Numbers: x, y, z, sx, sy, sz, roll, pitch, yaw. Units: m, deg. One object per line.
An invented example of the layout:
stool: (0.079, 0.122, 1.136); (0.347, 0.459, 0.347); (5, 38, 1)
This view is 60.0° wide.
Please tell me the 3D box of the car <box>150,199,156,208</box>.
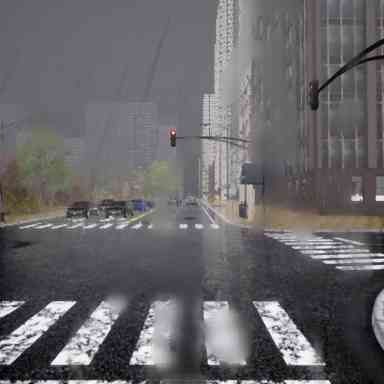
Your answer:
car: (-6.585, 1.726, 49.861); (1.895, 1.301, 4.718); (0, 0, 0)

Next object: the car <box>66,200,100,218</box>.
car: (-9.841, 1.556, 30.260); (1.837, 1.490, 4.892); (0, 0, 0)

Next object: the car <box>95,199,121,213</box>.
car: (-9.840, 1.585, 39.441); (1.837, 1.490, 4.892); (0, 0, 0)

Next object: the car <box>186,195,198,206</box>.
car: (0.007, 1.721, 58.932); (2.033, 1.411, 5.357); (0, 0, 0)

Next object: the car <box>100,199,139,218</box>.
car: (-6.561, 1.557, 30.611); (1.837, 1.490, 4.892); (0, 0, 2)

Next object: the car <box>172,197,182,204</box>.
car: (-3.187, 1.774, 70.600); (1.812, 1.442, 4.674); (0, 0, 0)

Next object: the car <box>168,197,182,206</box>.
car: (-3.145, 1.661, 58.186); (2.128, 1.511, 4.902); (0, 0, 0)

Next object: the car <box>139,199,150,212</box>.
car: (-6.592, 1.559, 39.684); (1.882, 1.535, 5.008); (0, 0, 0)

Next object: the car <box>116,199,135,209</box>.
car: (-9.836, 1.723, 49.372); (1.895, 1.301, 4.718); (0, 0, 0)
